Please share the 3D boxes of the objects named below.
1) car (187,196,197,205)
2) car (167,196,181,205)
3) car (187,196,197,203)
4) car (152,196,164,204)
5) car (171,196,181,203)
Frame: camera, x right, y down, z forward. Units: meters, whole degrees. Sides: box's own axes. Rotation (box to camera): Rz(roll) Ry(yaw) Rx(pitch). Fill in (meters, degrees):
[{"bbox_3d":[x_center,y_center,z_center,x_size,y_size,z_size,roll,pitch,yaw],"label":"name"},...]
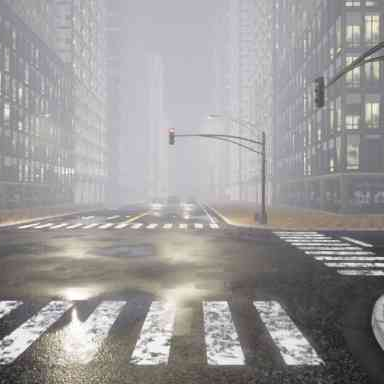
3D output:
[{"bbox_3d":[-0.034,1.703,60.626,1.895,1.301,4.718,0,0,0],"label":"car"},{"bbox_3d":[-3.284,1.453,60.149,2.097,1.767,4.553,0,0,0],"label":"car"},{"bbox_3d":[-0.039,1.541,70.598,1.994,1.385,4.181,0,0,0],"label":"car"},{"bbox_3d":[-6.536,1.608,64.345,2.128,1.511,4.902,0,0,0],"label":"car"},{"bbox_3d":[-3.289,1.565,70.209,1.895,1.301,4.718,0,0,0],"label":"car"}]
